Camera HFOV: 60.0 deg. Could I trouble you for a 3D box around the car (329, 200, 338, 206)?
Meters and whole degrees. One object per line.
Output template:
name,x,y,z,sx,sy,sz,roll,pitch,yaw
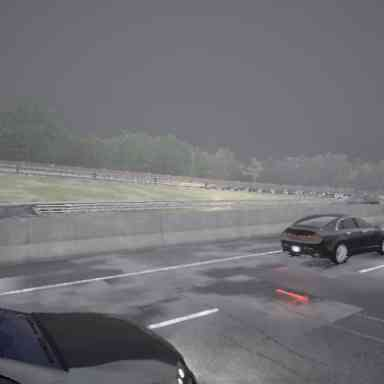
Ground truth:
car,20.036,1.591,44.018,4.674,1.442,1.812,0,0,-35

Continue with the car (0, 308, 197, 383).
car,-1.963,1.563,2.344,4.181,1.385,1.994,0,0,-36

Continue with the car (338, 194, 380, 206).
car,20.485,1.282,40.050,5.566,2.045,2.150,0,0,-35

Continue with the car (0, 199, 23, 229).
car,-13.078,1.351,20.457,4.553,1.767,2.097,0,0,-35

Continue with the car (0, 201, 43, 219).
car,-8.988,1.352,14.776,4.553,1.767,2.097,0,0,-35

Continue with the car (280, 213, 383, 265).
car,5.204,1.520,11.748,4.892,1.490,1.837,0,0,-35
